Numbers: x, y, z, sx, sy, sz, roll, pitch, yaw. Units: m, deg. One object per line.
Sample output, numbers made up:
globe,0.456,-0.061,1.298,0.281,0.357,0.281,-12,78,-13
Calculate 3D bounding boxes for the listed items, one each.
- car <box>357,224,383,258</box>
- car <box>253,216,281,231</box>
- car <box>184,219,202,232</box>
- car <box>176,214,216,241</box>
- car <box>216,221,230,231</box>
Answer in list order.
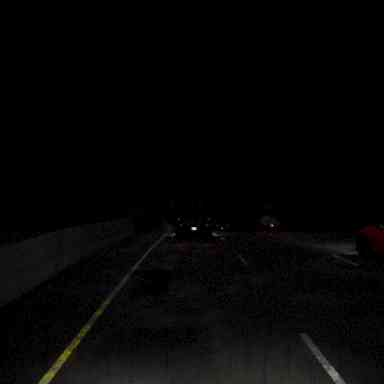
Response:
car,7.104,1.418,10.399,2.097,1.767,4.553,0,-1,0
car,7.111,3.022,31.861,1.812,1.442,4.674,0,-6,0
car,0.113,3.795,37.570,1.895,1.301,4.718,0,-7,0
car,0.107,1.977,19.111,1.994,1.385,4.181,0,-3,0
car,3.614,4.375,42.088,1.895,1.301,4.718,0,-7,0
